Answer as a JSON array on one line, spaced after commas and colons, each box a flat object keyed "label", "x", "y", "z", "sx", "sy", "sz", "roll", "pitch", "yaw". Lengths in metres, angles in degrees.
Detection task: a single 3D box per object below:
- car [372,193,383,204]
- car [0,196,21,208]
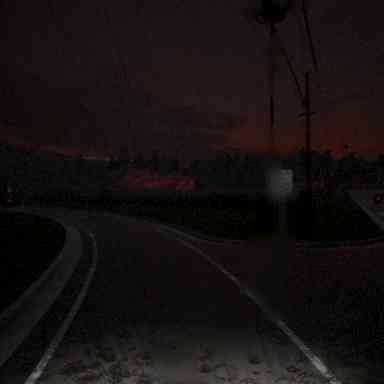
[{"label": "car", "x": 23.319, "y": 0.762, "z": 40.790, "sx": 1.895, "sy": 1.301, "sz": 4.718, "roll": -1, "pitch": 1, "yaw": 24}, {"label": "car", "x": -24.565, "y": 1.305, "z": 44.817, "sx": 2.128, "sy": 1.511, "sz": 4.902, "roll": -1, "pitch": 1, "yaw": -41}]
